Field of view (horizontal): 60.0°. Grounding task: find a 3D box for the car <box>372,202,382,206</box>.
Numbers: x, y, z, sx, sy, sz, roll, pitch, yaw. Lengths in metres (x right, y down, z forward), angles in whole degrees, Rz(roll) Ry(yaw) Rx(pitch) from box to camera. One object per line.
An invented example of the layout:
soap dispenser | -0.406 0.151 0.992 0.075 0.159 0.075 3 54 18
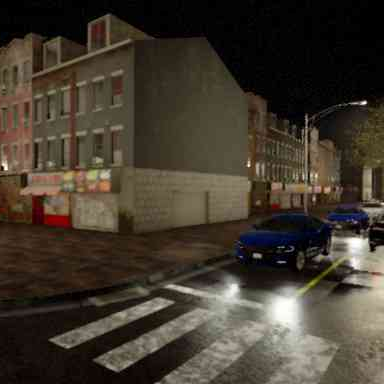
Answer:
car | 14.946 1.559 27.555 1.812 1.442 4.674 0 0 36

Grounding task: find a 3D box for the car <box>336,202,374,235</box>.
car | 9.000 1.546 19.235 1.812 1.442 4.674 0 0 35

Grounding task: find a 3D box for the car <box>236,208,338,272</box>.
car | 3.247 1.487 11.185 1.882 1.535 5.008 0 0 36

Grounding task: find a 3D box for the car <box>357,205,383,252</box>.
car | 8.334 1.519 13.309 2.128 1.511 4.902 0 0 36
